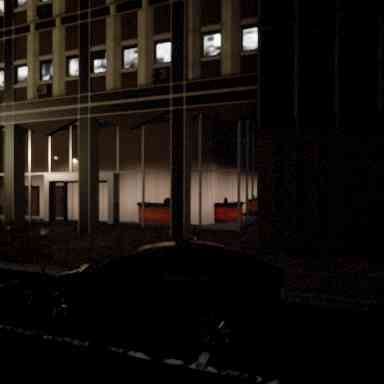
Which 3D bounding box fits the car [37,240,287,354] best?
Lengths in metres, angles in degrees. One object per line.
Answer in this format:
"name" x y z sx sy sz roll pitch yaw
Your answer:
"car" -0.584 1.532 5.747 4.313 1.339 1.947 0 0 21
